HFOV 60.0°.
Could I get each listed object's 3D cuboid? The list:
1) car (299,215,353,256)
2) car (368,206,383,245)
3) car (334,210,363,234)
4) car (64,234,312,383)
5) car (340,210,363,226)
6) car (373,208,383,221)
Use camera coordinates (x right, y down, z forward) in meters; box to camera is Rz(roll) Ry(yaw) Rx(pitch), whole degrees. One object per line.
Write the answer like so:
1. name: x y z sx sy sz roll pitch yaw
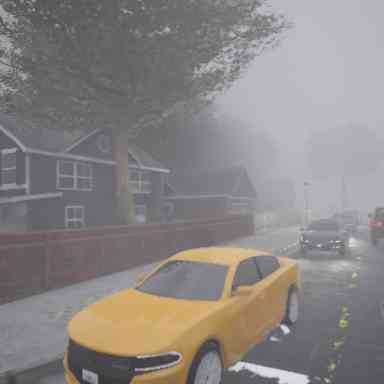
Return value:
1. car: 6.440 2.063 15.982 1.837 1.490 4.892 -3 -3 28
2. car: 11.131 1.770 18.465 2.150 2.045 5.566 -3 -3 28
3. car: 11.591 2.341 25.433 2.128 1.511 4.902 -3 -3 29
4. car: 0.320 1.731 5.588 1.882 1.535 5.008 -3 -3 34
5. car: 16.692 2.649 34.729 1.837 1.490 4.892 -3 -3 29
6. car: 23.540 2.759 41.278 1.882 1.535 5.008 -3 -3 29
